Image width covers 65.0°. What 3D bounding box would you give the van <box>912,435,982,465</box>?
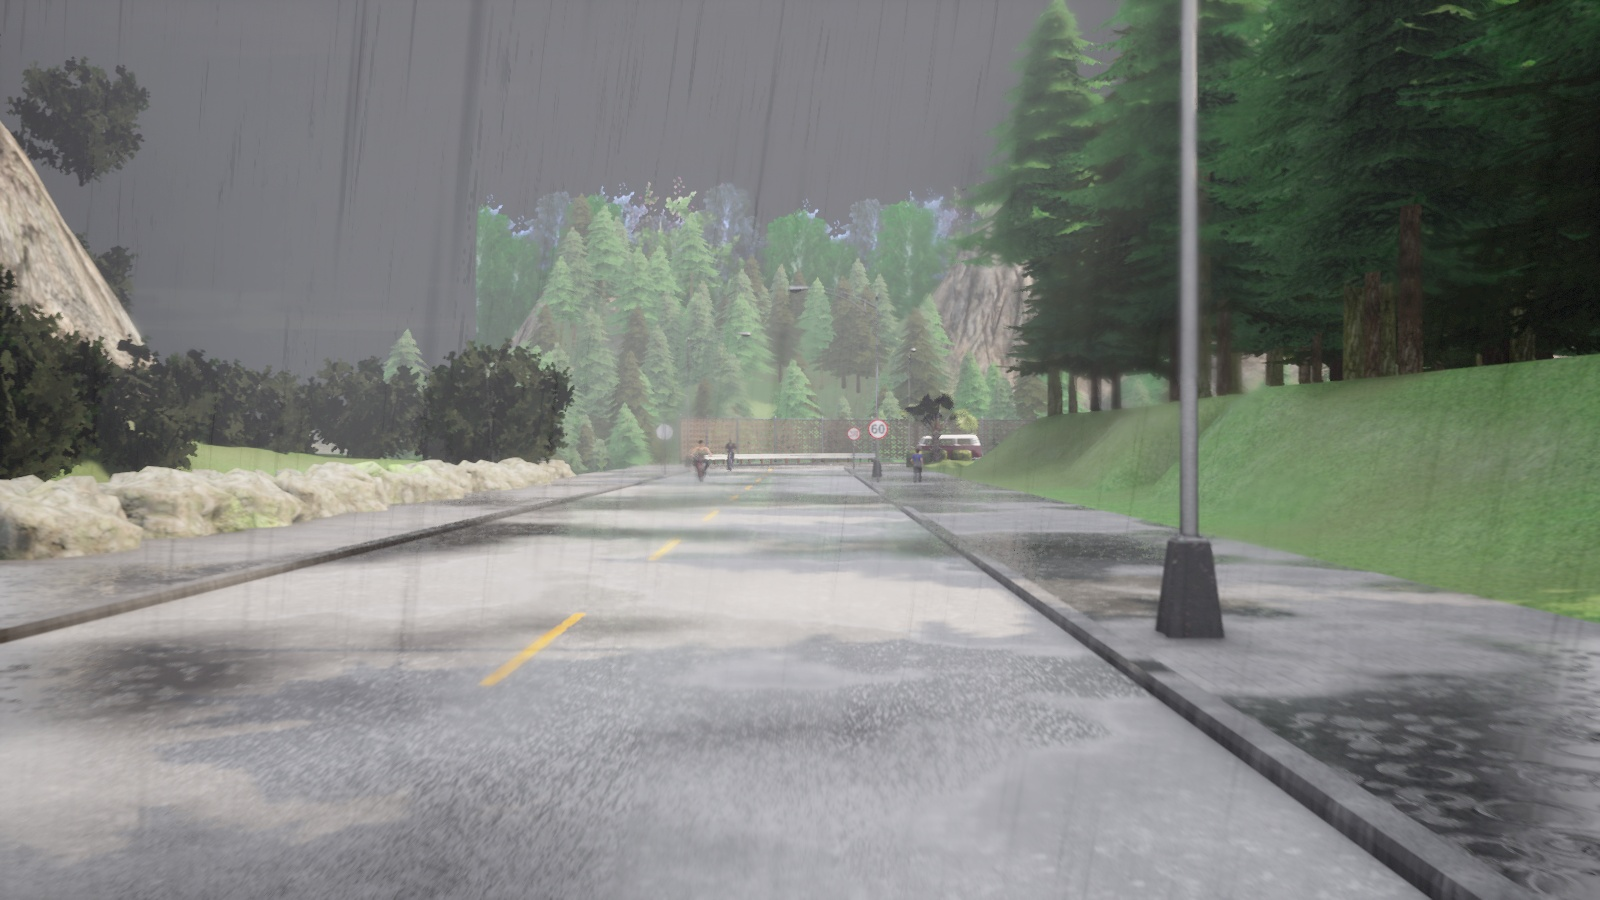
[{"bbox_3d":[9.935,-0.002,85.073,4.480,2.038,2.069,0,0,0],"label":"van"}]

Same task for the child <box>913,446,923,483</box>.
[{"bbox_3d":[4.081,0.495,43.414,0.270,1.263,0.437,0,0,12],"label":"child"}]
